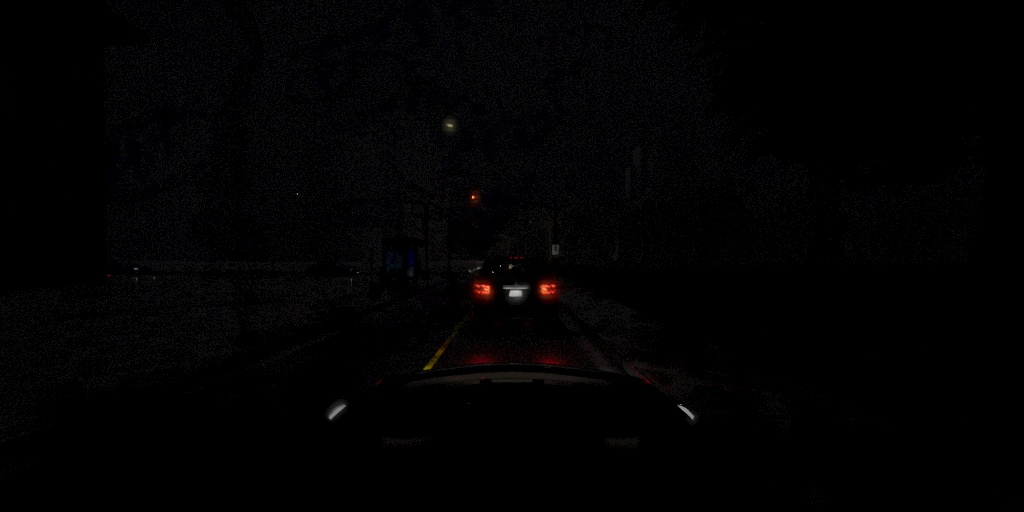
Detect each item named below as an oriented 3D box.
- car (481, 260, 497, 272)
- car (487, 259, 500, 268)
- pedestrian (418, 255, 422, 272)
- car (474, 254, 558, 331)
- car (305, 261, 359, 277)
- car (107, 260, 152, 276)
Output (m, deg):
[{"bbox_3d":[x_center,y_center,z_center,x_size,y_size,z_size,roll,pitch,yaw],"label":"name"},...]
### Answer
[{"bbox_3d":[-3.086,1.249,47.966,2.033,1.411,5.357,0,0,-3],"label":"car"},{"bbox_3d":[-3.041,1.207,60.236,1.812,1.442,4.674,0,0,0],"label":"car"},{"bbox_3d":[-10.058,0.800,38.859,0.375,1.860,0.375,0,0,1],"label":"pedestrian"},{"bbox_3d":[0.103,0.968,11.066,2.150,2.045,5.566,0,0,0],"label":"car"},{"bbox_3d":[-16.417,1.221,32.790,4.674,1.442,1.812,0,1,1],"label":"car"},{"bbox_3d":[-36.438,1.116,33.322,5.008,1.535,1.882,0,1,2],"label":"car"}]
